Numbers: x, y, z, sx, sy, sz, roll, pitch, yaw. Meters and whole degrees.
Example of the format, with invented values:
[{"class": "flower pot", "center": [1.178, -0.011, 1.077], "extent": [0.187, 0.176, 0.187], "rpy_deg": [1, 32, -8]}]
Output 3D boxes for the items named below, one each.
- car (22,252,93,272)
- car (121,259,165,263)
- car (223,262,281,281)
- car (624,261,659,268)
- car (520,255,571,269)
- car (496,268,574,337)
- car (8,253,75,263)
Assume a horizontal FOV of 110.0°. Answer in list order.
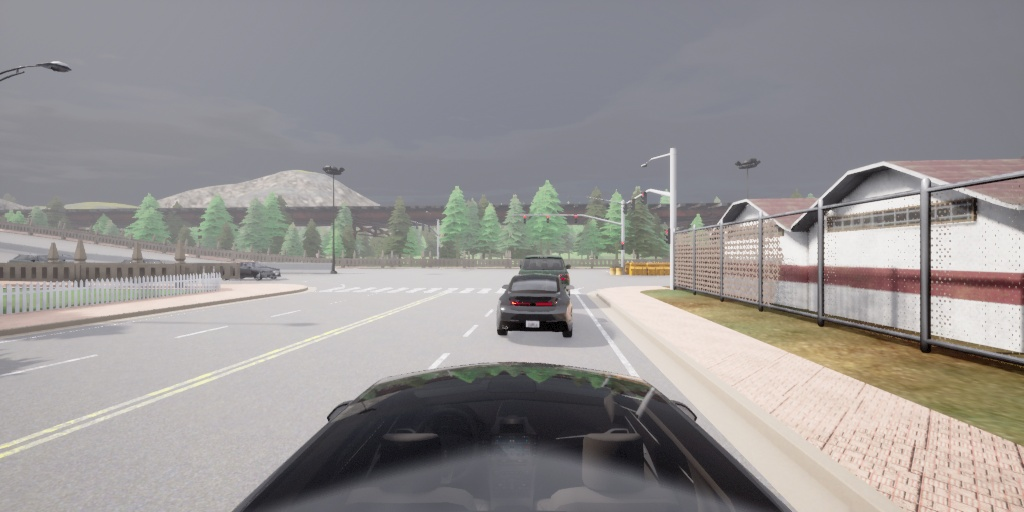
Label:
[{"class": "car", "center": [-44.470, 0.545, 35.106], "extent": [4.892, 1.490, 1.837], "rpy_deg": [5, 0, 5]}, {"class": "car", "center": [-31.000, 1.051, 30.592], "extent": [4.553, 1.767, 2.097], "rpy_deg": [1, 0, 4]}, {"class": "car", "center": [-21.915, 1.239, 29.927], "extent": [4.902, 1.511, 2.128], "rpy_deg": [0, 0, 5]}, {"class": "car", "center": [15.830, 1.351, 41.507], "extent": [4.718, 1.301, 1.895], "rpy_deg": [0, 0, 4]}, {"class": "car", "center": [1.484, 0.971, 16.323], "extent": [2.150, 2.045, 5.566], "rpy_deg": [0, 0, 7]}, {"class": "car", "center": [0.717, 1.255, 10.313], "extent": [1.837, 1.490, 4.892], "rpy_deg": [0, 0, 6]}, {"class": "car", "center": [-40.861, 0.659, 31.314], "extent": [4.553, 1.767, 2.097], "rpy_deg": [4, 0, 4]}]
